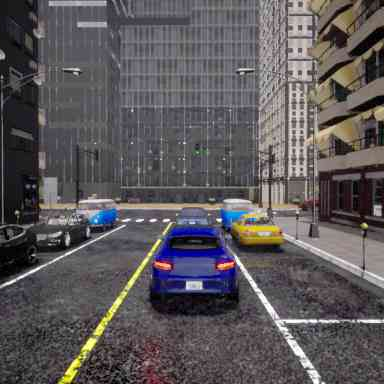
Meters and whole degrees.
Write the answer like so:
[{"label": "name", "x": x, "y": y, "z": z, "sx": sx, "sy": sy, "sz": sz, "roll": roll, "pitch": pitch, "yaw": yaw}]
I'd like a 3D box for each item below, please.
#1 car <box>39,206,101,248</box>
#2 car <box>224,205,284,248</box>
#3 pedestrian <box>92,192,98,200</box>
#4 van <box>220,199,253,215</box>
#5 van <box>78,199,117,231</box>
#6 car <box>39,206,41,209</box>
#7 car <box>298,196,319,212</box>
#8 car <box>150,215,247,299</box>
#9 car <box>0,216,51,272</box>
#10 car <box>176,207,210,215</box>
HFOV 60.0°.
[{"label": "car", "x": -5.711, "y": 1.548, "z": 14.429, "sx": 2.008, "sy": 1.369, "sz": 4.403, "roll": -1, "pitch": 0, "yaw": 0}, {"label": "car", "x": 2.669, "y": 1.522, "z": 14.576, "sx": 1.752, "sy": 1.417, "sz": 4.829, "roll": -1, "pitch": 0, "yaw": 0}, {"label": "pedestrian", "x": -12.424, "y": 0.886, "z": 42.427, "sx": 0.375, "sy": 1.860, "sz": 0.375, "roll": 0, "pitch": 1, "yaw": 0}, {"label": "van", "x": 2.662, "y": 1.337, "z": 20.008, "sx": 1.690, "sy": 1.788, "sz": 3.998, "roll": -1, "pitch": 0, "yaw": 0}, {"label": "van", "x": -5.718, "y": 1.337, "z": 20.030, "sx": 1.690, "sy": 1.788, "sz": 3.998, "roll": -1, "pitch": 0, "yaw": 0}, {"label": "car", "x": -17.607, "y": 1.501, "z": 33.725, "sx": 4.181, "sy": 1.385, "sz": 1.994, "roll": 0, "pitch": 1, "yaw": 0}, {"label": "car", "x": 15.209, "y": 1.338, "z": 39.348, "sx": 5.009, "sy": 1.841, "sz": 2.192, "roll": 0, "pitch": 1, "yaw": 0}, {"label": "car", "x": 0.060, "y": 1.524, "z": 8.308, "sx": 1.812, "sy": 1.442, "sz": 4.674, "roll": 0, "pitch": 0, "yaw": 1}, {"label": "car", "x": -5.707, "y": 1.564, "z": 8.826, "sx": 1.947, "sy": 1.339, "sz": 4.313, "roll": -1, "pitch": 0, "yaw": 0}, {"label": "car", "x": 0.047, "y": 1.544, "z": 18.562, "sx": 2.033, "sy": 1.411, "sz": 5.357, "roll": 0, "pitch": 0, "yaw": 1}]
